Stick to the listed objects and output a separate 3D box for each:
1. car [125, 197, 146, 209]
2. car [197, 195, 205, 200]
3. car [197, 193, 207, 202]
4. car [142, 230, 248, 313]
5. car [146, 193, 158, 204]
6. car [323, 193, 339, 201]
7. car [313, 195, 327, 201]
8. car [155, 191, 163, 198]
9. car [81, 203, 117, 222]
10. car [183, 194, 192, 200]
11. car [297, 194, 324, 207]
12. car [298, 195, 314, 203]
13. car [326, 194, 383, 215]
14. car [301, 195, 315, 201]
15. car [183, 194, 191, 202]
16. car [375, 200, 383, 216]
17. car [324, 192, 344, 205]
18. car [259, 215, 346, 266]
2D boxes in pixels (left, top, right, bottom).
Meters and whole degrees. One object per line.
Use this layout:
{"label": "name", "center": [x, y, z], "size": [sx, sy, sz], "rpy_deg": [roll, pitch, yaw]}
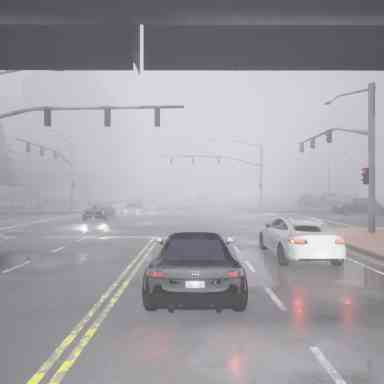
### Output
{"label": "car", "center": [-7.993, 1.478, 46.171], "size": [1.882, 1.535, 5.008], "rpy_deg": [0, 1, 0]}
{"label": "car", "center": [2.346, 1.378, 86.099], "size": [1.994, 1.385, 4.181], "rpy_deg": [0, 0, 0]}
{"label": "car", "center": [2.405, 1.223, 77.031], "size": [2.150, 2.045, 5.566], "rpy_deg": [0, 0, 0]}
{"label": "car", "center": [0.067, 1.564, 7.745], "size": [1.994, 1.385, 4.181], "rpy_deg": [0, 0, 0]}
{"label": "car", "center": [-8.056, 1.525, 65.056], "size": [1.812, 1.442, 4.674], "rpy_deg": [0, 0, 0]}
{"label": "car", "center": [33.496, 1.153, 80.040], "size": [1.932, 1.855, 4.605], "rpy_deg": [0, 0, 0]}
{"label": "car", "center": [30.813, 1.364, 79.982], "size": [1.784, 1.438, 3.905], "rpy_deg": [0, 0, 0]}
{"label": "car", "center": [-8.118, 0.840, 80.456], "size": [2.150, 2.045, 5.566], "rpy_deg": [0, 0, 0]}
{"label": "car", "center": [-7.399, 1.601, 26.757], "size": [1.895, 1.301, 4.718], "rpy_deg": [0, 0, -3]}
{"label": "car", "center": [-1.154, 1.351, 86.076], "size": [2.128, 1.511, 4.902], "rpy_deg": [0, 0, 0]}
{"label": "car", "center": [16.646, 1.153, 47.426], "size": [1.932, 1.855, 4.605], "rpy_deg": [0, 0, 0]}
{"label": "car", "center": [22.194, 1.395, 64.856], "size": [1.970, 1.475, 3.806], "rpy_deg": [0, 0, 0]}
{"label": "car", "center": [16.355, 1.352, 33.198], "size": [4.553, 1.767, 2.097], "rpy_deg": [0, 0, 1]}
{"label": "car", "center": [27.918, 1.395, 79.974], "size": [1.970, 1.475, 3.806], "rpy_deg": [0, 0, 0]}
{"label": "car", "center": [-1.095, 1.593, 77.006], "size": [1.895, 1.301, 4.718], "rpy_deg": [0, 0, 0]}
{"label": "car", "center": [19.151, 1.601, 29.667], "size": [4.718, 1.301, 1.895], "rpy_deg": [0, 0, 1]}
{"label": "car", "center": [19.540, 1.156, 47.380], "size": [1.905, 1.878, 3.866], "rpy_deg": [0, 0, 0]}
{"label": "car", "center": [3.582, 1.526, 11.405], "size": [1.812, 1.442, 4.674], "rpy_deg": [0, 0, 0]}
